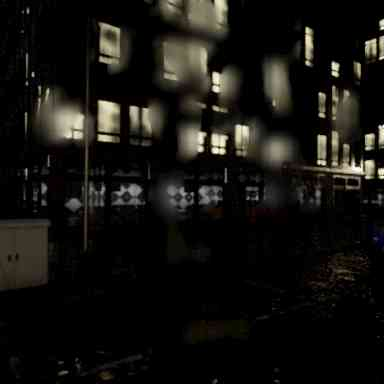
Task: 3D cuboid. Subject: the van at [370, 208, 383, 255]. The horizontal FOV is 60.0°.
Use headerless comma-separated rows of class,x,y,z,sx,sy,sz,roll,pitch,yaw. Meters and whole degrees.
van,8.413,1.465,12.651,3.998,1.788,1.690,1,0,-36
